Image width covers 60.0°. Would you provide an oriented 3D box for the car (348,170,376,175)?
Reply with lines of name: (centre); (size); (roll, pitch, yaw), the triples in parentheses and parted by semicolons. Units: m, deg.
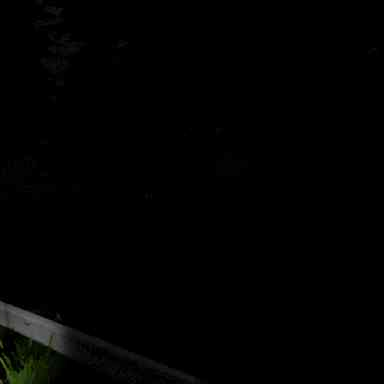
car: (17.295, -1.458, 33.476); (5.357, 1.411, 2.033); (-5, -2, 23)
